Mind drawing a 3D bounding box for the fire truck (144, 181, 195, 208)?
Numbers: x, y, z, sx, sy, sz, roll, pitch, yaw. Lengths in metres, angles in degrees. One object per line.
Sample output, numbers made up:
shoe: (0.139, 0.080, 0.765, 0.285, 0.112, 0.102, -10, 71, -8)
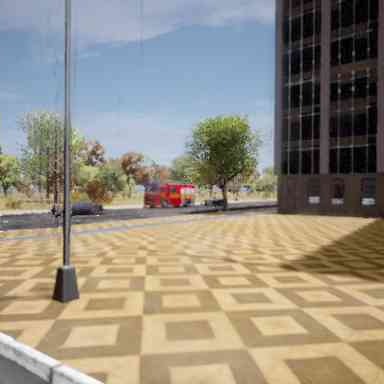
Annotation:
fire truck: (-3.169, 0.359, 48.975, 2.891, 3.827, 8.468, 1, 1, 38)

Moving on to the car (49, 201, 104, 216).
car: (-11.427, 1.628, 33.431, 2.033, 1.411, 5.357, 1, 1, 38)

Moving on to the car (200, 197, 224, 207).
car: (3.223, 1.541, 51.892, 2.128, 1.511, 4.902, 1, 0, 39)
